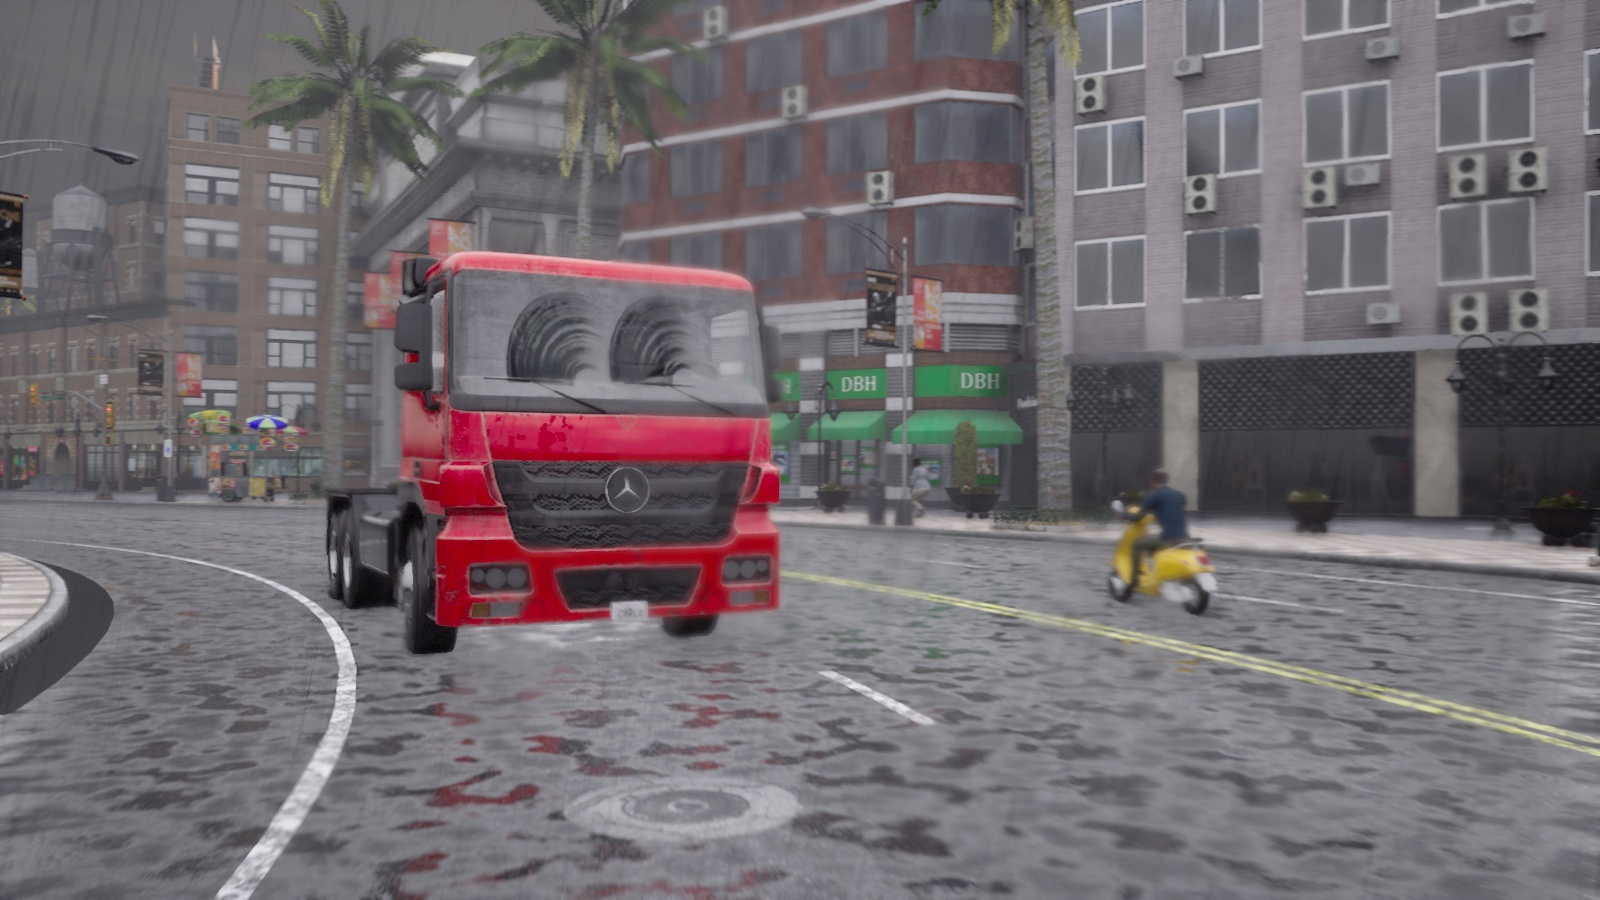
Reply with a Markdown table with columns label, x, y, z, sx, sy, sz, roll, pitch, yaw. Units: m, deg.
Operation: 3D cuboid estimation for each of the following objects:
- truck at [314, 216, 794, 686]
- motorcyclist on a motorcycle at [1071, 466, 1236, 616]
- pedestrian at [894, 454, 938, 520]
| label | x | y | z | sx | sy | sz | roll | pitch | yaw |
| --- | --- | --- | --- | --- | --- | --- | --- | --- | --- |
| truck | -3.180 | 0.075 | 13.431 | 2.891 | 3.462 | 7.936 | 0 | -1 | -28 |
| motorcyclist on a motorcycle | 4.000 | 0.987 | 14.365 | 0.866 | 1.590 | 1.817 | 0 | -1 | -22 |
| pedestrian | 3.350 | 1.062 | 36.306 | 0.900 | 1.855 | 0.874 | -1 | -1 | 43 |
